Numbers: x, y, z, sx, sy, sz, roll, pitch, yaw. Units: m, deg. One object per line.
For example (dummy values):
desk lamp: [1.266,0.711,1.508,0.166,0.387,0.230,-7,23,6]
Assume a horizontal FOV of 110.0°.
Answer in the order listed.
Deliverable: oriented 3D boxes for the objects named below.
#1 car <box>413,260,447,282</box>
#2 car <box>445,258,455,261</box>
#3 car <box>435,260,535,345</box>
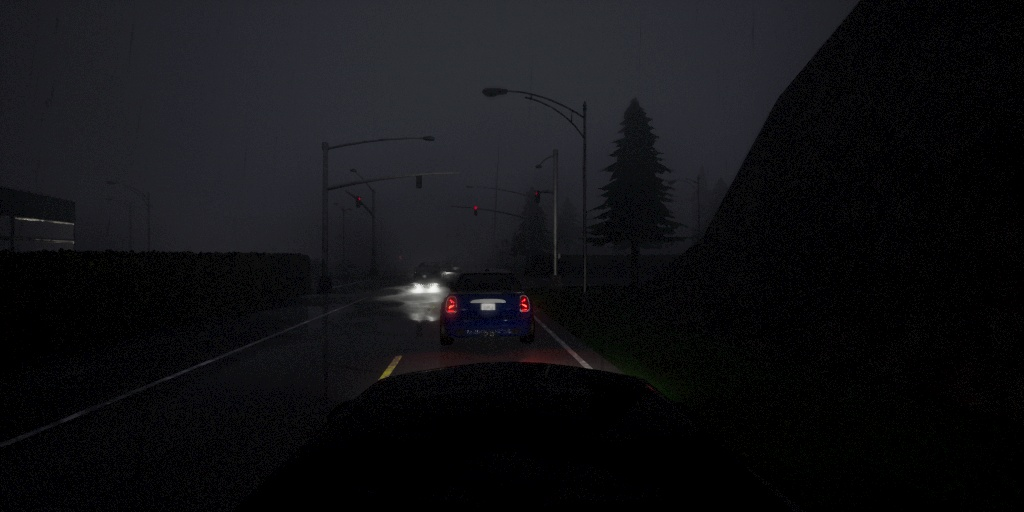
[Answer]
car: [-6.664,1.242,28.647,2.128,1.511,4.902,0,0,-7]
car: [-8.582,1.313,44.827,1.994,1.385,4.181,0,0,-7]
car: [-0.737,1.102,9.753,2.097,1.767,4.553,0,0,-6]
